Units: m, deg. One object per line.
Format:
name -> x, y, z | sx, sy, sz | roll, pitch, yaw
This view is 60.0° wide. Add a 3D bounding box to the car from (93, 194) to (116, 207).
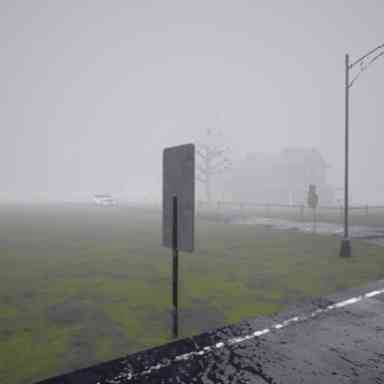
car -> -13.822, 1.276, 52.202 | 2.150, 2.045, 5.566 | 1, 0, -35
